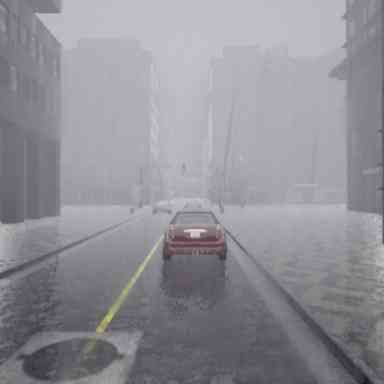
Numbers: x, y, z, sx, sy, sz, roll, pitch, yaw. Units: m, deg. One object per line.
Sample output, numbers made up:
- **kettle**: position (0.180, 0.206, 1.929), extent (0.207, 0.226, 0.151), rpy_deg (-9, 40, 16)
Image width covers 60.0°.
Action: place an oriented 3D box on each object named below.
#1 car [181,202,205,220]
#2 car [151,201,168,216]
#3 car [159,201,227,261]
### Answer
- **car**: position (0.099, 1.652, 29.491), extent (1.994, 1.385, 4.181), rpy_deg (0, 0, 0)
- **car**: position (-3.060, 1.634, 34.810), extent (1.812, 1.442, 4.674), rpy_deg (0, 0, 0)
- **car**: position (0.099, 1.380, 12.592), extent (2.097, 1.767, 4.553), rpy_deg (0, 0, 0)
